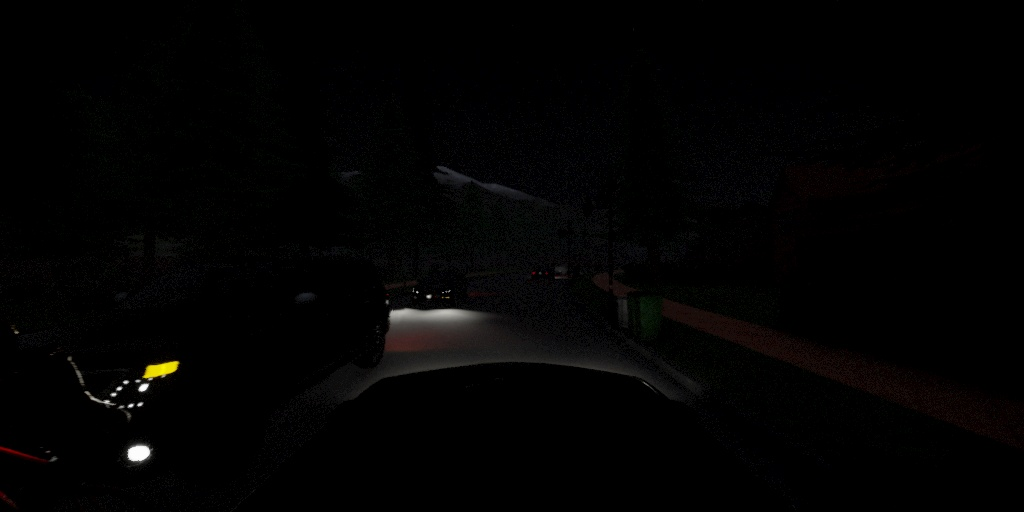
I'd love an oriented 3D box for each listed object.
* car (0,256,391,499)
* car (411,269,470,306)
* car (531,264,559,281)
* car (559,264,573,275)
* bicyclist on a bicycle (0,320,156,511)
[{"bbox_3d":[-3.559,1.007,5.109,2.150,2.045,5.566,0,-1,1],"label":"car"},{"bbox_3d":[-3.218,1.407,16.936,1.837,1.490,4.892,0,0,4],"label":"car"},{"bbox_3d":[3.139,1.636,35.316,2.033,1.411,5.357,0,-1,12],"label":"car"},{"bbox_3d":[6.939,1.743,48.141,1.812,1.442,4.674,0,-1,19],"label":"car"},{"bbox_3d":[-2.836,1.120,2.026,1.656,1.620,0.582,20,14,-12],"label":"bicyclist on a bicycle"}]
